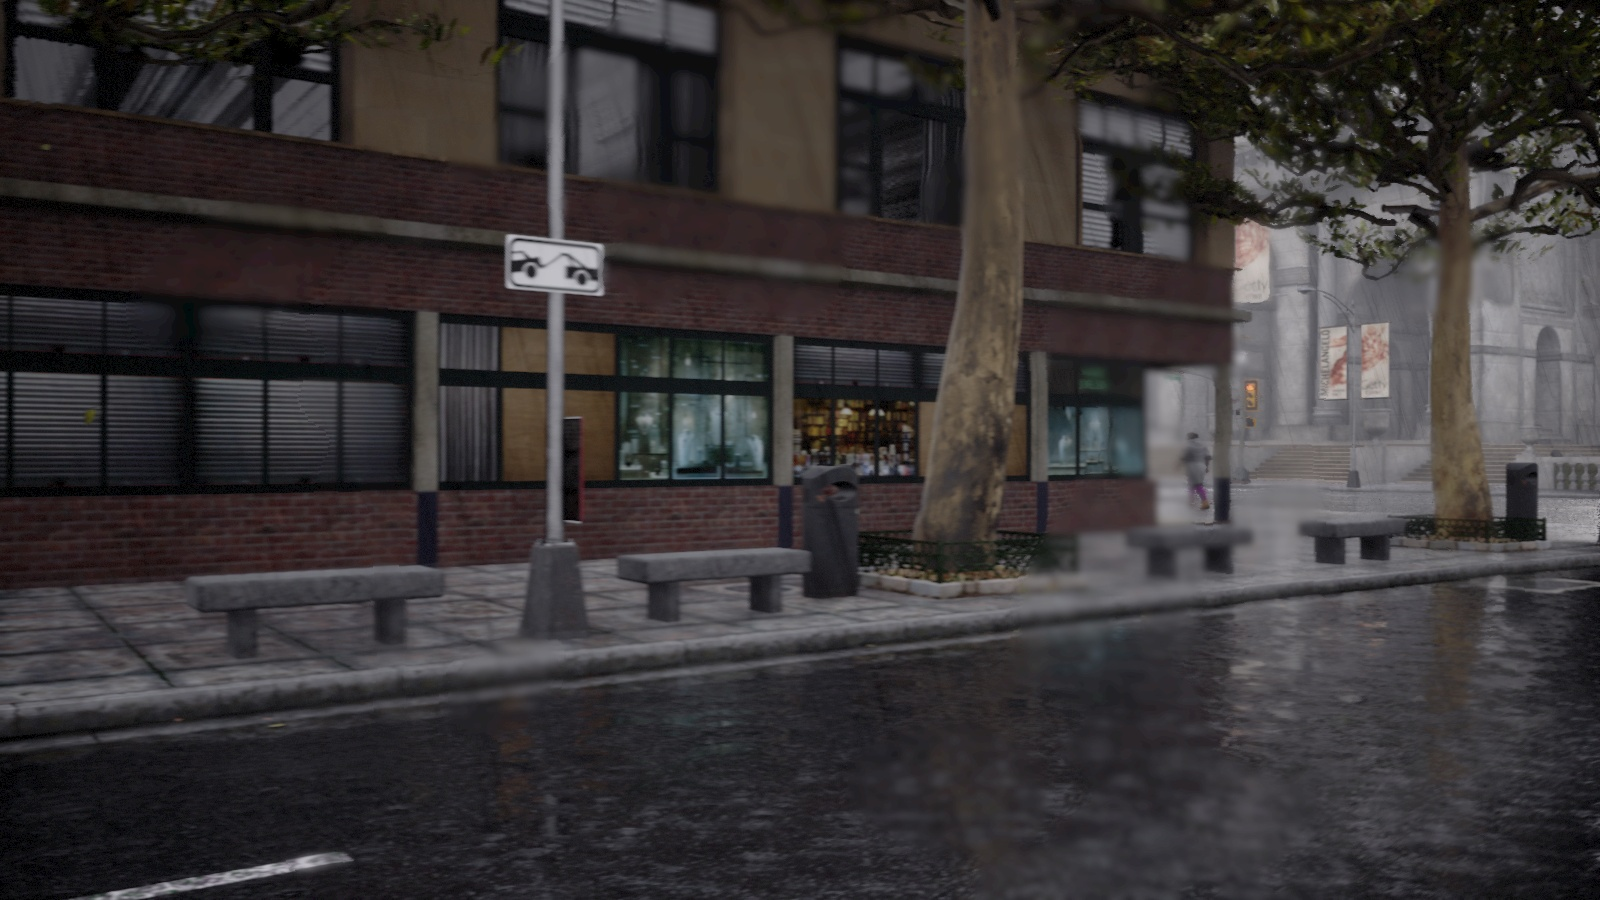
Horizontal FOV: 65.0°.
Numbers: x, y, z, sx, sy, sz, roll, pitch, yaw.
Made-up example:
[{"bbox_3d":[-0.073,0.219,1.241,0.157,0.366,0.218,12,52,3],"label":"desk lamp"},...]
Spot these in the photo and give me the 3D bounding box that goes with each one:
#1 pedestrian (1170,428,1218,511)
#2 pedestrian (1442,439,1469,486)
[{"bbox_3d":[9.379,0.455,29.927,0.659,1.952,0.873,0,0,-29],"label":"pedestrian"},{"bbox_3d":[25.191,0.467,48.257,0.328,1.805,0.869,0,0,-44],"label":"pedestrian"}]
